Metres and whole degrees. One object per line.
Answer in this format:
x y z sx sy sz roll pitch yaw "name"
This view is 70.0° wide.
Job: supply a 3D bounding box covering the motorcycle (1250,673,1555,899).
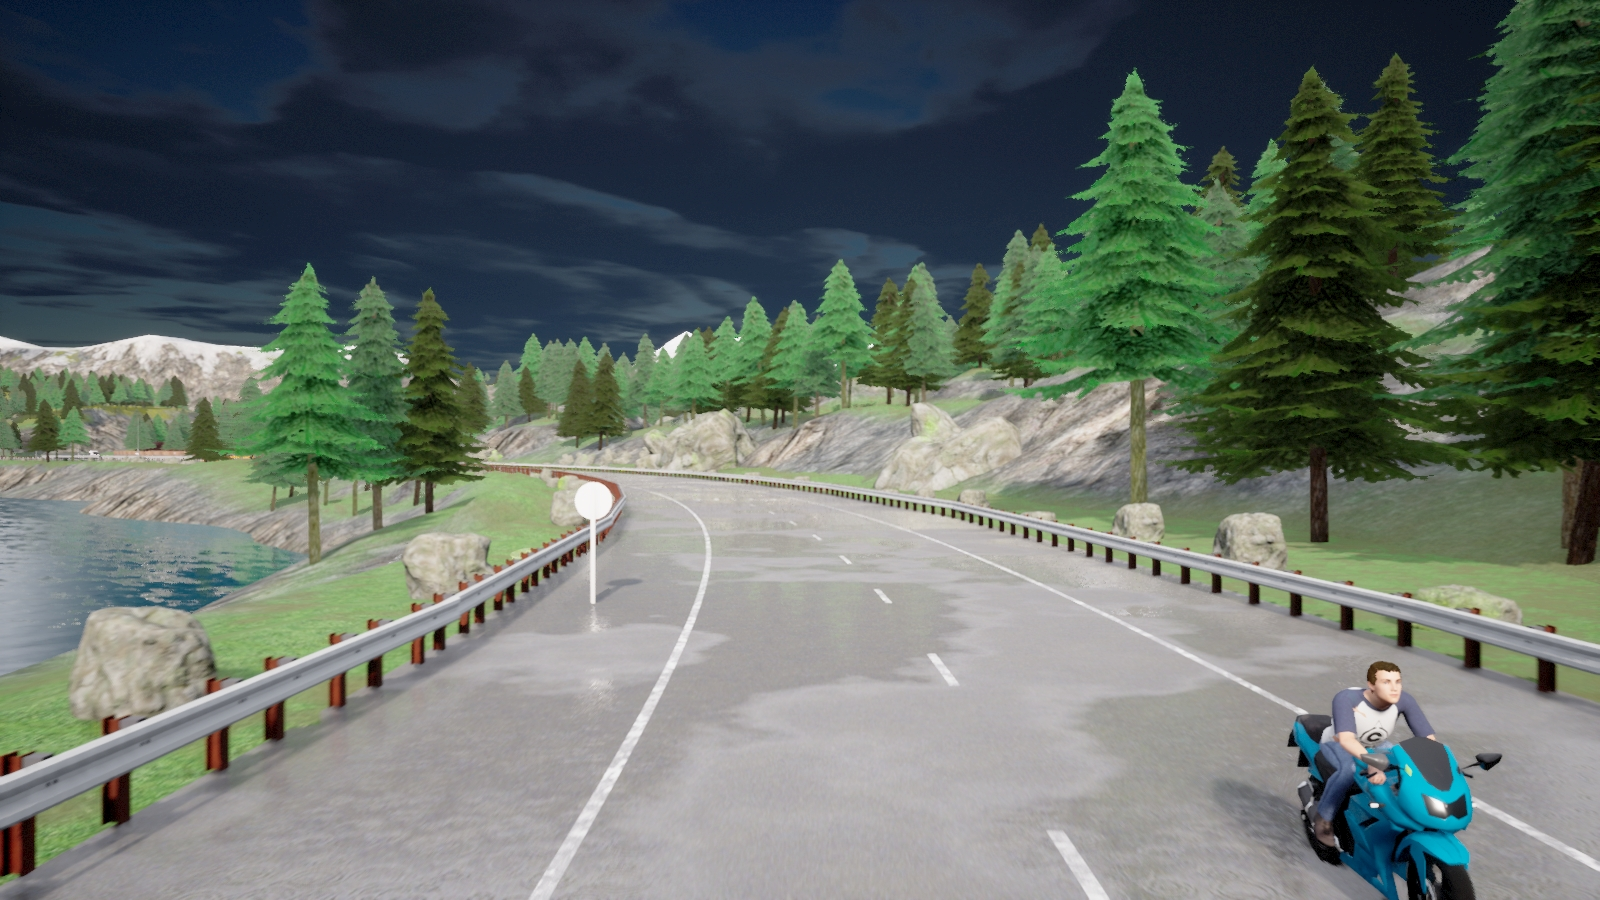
3.558 2.177 7.002 0.803 1.217 2.033 0 0 0 "motorcycle"
